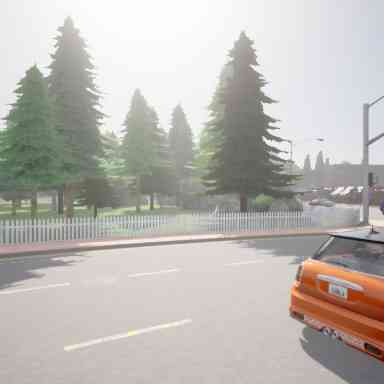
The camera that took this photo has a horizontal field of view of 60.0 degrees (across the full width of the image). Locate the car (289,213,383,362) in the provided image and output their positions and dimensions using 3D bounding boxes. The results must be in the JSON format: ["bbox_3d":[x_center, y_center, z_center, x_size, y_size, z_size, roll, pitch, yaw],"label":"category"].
[{"bbox_3d":[3.877,1.352,5.417,4.553,1.767,2.097,0,0,-26],"label":"car"}]

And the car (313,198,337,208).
[{"bbox_3d":[17.650,1.581,45.018,1.812,1.442,4.674,0,0,-8],"label":"car"}]

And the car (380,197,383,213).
[{"bbox_3d":[19.654,1.277,30.174,2.150,2.045,5.566,0,0,-8],"label":"car"}]
